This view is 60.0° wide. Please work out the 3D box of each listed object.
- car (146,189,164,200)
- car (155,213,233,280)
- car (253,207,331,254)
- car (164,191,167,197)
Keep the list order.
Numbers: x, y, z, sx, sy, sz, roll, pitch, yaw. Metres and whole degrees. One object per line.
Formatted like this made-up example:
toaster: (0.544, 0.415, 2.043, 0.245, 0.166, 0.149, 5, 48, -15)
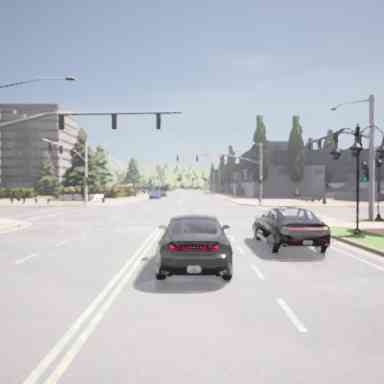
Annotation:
car: (-7.019, 0.638, 62.944, 1.882, 1.535, 5.008, 0, 1, 0)
car: (0.062, 1.376, 9.496, 1.837, 1.490, 4.892, 0, 1, 0)
car: (3.578, 1.321, 12.661, 2.128, 1.511, 4.902, 0, 1, 0)
car: (-6.998, 0.431, 78.491, 1.882, 1.535, 5.008, 0, 1, 0)
